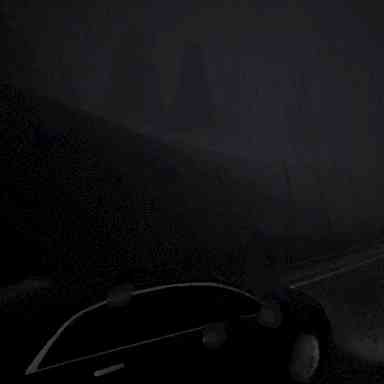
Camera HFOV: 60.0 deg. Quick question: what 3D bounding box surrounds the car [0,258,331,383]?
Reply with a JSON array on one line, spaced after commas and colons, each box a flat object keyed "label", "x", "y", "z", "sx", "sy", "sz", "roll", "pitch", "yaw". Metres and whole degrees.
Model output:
[{"label": "car", "x": -0.379, "y": 1.530, "z": 3.681, "sx": 4.892, "sy": 1.490, "sz": 1.837, "roll": 1, "pitch": 0, "yaw": -37}]
